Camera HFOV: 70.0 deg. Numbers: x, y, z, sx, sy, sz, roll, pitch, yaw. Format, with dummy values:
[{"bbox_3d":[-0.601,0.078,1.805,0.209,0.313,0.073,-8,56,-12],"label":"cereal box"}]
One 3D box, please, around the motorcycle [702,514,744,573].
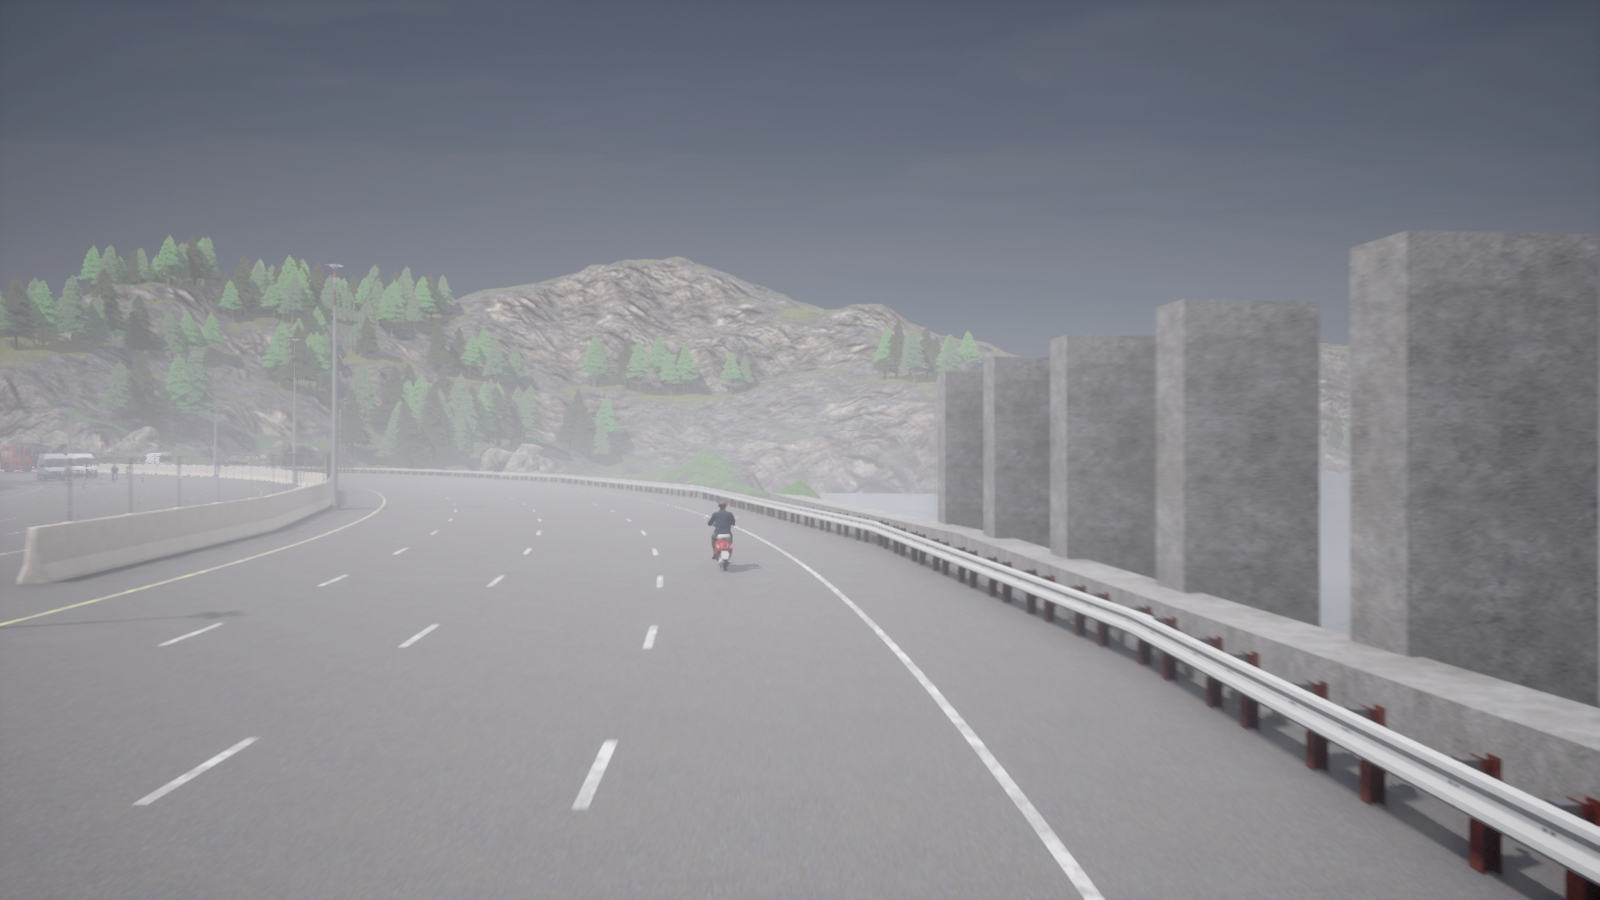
[{"bbox_3d":[-1.845,2.198,27.227,0.856,1.236,1.805,-1,0,-8],"label":"motorcycle"}]
